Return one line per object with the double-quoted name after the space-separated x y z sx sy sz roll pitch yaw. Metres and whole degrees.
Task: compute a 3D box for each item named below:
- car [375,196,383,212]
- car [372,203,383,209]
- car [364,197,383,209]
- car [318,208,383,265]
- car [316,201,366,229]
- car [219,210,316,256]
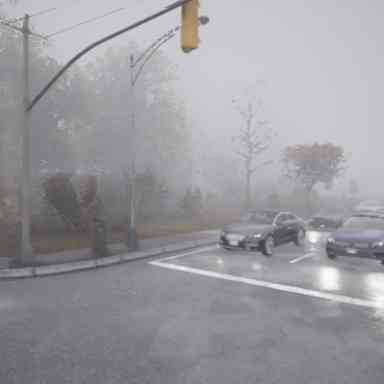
21.946 1.314 37.018 1.837 1.490 4.892 0 1 39 "car"
11.859 1.521 18.870 1.812 1.442 4.674 0 0 39 "car"
15.405 1.466 28.894 1.812 1.442 4.674 0 0 39 "car"
6.289 1.526 11.915 1.812 1.442 4.674 0 0 39 "car"
9.087 1.543 21.009 2.033 1.411 5.357 0 0 39 "car"
2.979 1.492 13.407 2.128 1.511 4.902 0 0 39 "car"
